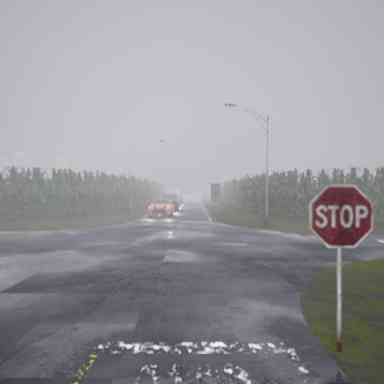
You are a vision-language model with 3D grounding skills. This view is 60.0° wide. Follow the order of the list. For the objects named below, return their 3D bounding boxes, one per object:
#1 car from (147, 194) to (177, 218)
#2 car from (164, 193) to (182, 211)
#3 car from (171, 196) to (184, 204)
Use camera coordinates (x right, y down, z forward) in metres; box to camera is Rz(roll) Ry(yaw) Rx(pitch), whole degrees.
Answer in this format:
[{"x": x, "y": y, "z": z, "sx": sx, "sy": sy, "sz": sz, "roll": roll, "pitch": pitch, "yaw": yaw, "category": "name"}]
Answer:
[{"x": -2.750, "y": 1.331, "z": 30.169, "sx": 2.097, "sy": 1.767, "sz": 4.553, "roll": 0, "pitch": 0, "yaw": 0, "category": "car"}, {"x": -2.712, "y": 1.192, "z": 40.425, "sx": 2.150, "sy": 2.045, "sz": 5.566, "roll": 0, "pitch": 0, "yaw": 0, "category": "car"}, {"x": -2.564, "y": 1.435, "z": 60.935, "sx": 2.128, "sy": 1.511, "sz": 4.902, "roll": 0, "pitch": 0, "yaw": 1, "category": "car"}]
